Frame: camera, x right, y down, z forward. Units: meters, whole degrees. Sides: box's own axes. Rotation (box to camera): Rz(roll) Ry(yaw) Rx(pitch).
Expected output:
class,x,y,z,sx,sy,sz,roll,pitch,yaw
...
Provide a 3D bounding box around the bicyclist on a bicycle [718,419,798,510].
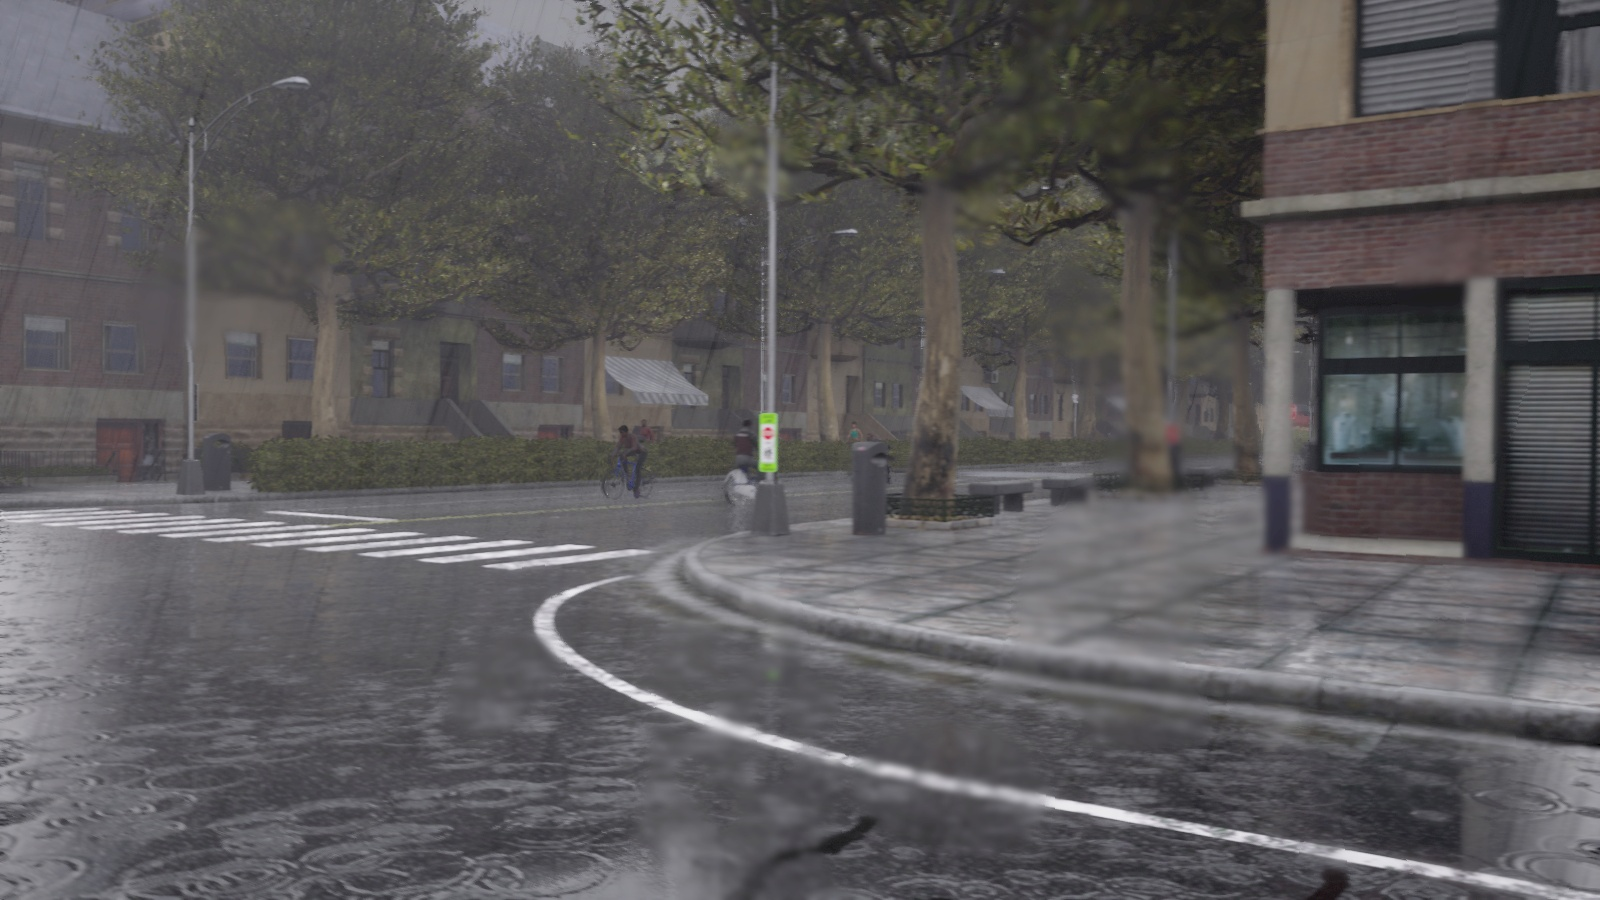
class,x,y,z,sx,sy,sz,roll,pitch,yaw
bicyclist on a bicycle,-0.840,0.266,25.472,0.659,1.776,1.843,0,1,33

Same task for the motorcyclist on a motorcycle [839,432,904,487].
class,x,y,z,sx,sy,sz,roll,pitch,yaw
motorcyclist on a motorcycle,2.081,0.257,36.289,0.866,1.530,2.191,0,1,33

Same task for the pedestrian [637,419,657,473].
class,x,y,z,sx,sy,sz,roll,pitch,yaw
pedestrian,-5.227,-0.142,42.835,0.331,1.846,0.636,0,1,33

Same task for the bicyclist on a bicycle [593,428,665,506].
class,x,y,z,sx,sy,sz,roll,pitch,yaw
bicyclist on a bicycle,-3.724,0.348,27.430,0.582,1.620,1.656,0,1,34
